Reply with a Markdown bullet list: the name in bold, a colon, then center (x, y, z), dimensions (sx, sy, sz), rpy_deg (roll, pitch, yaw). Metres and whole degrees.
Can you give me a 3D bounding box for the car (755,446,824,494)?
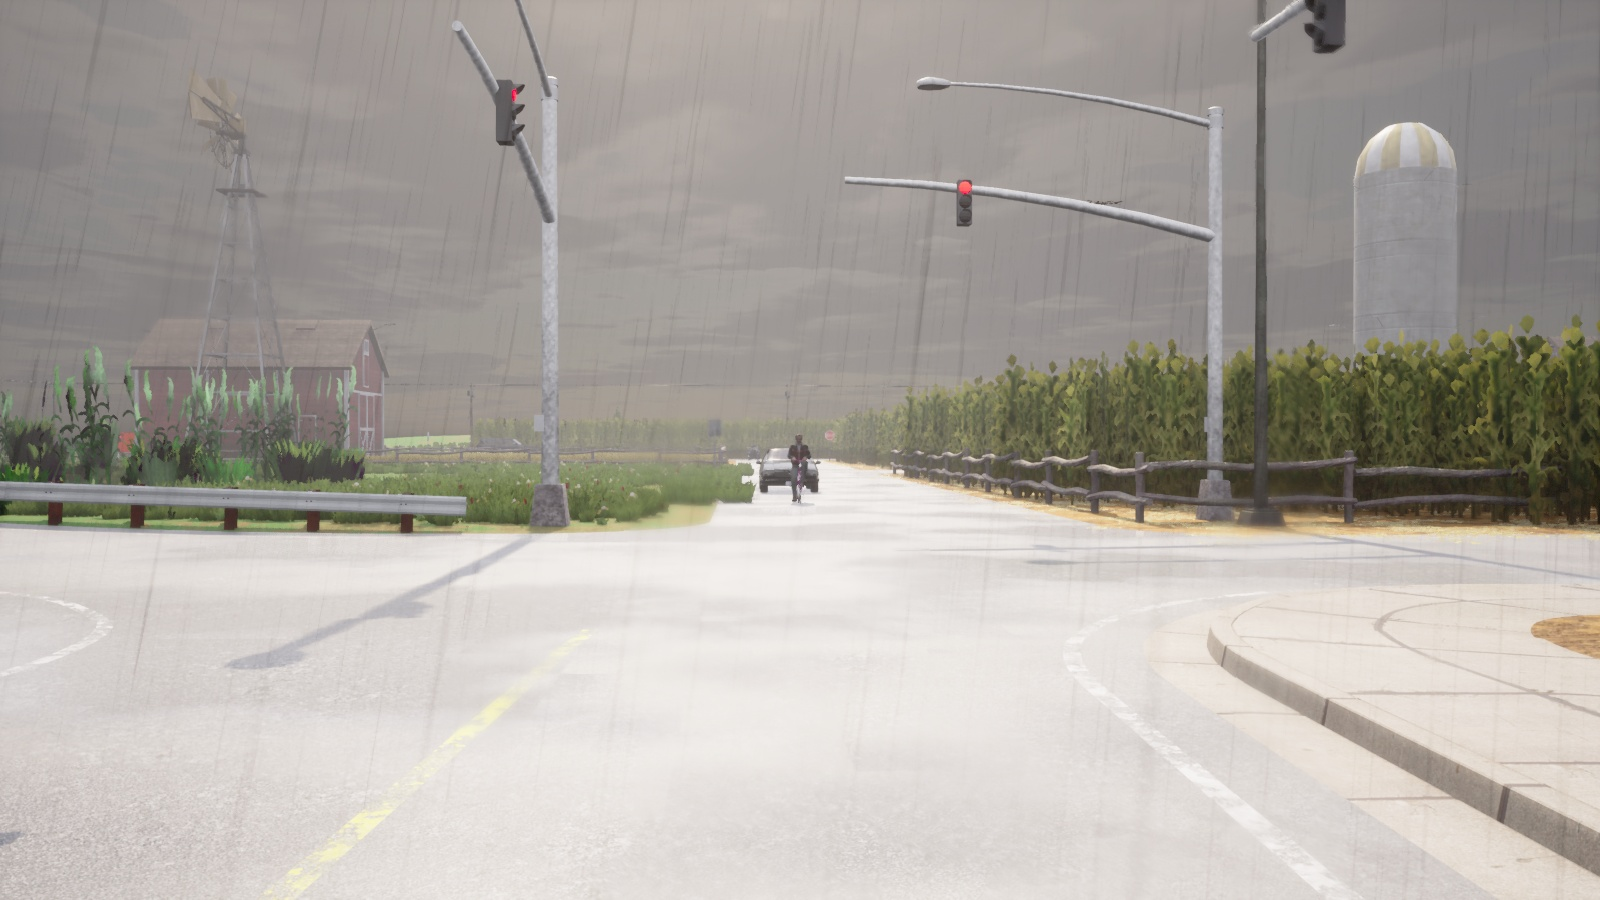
- **car**: center (-0.404, 0.601, 40.347), dimensions (2.033, 1.411, 5.357), rpy_deg (0, 0, -2)
